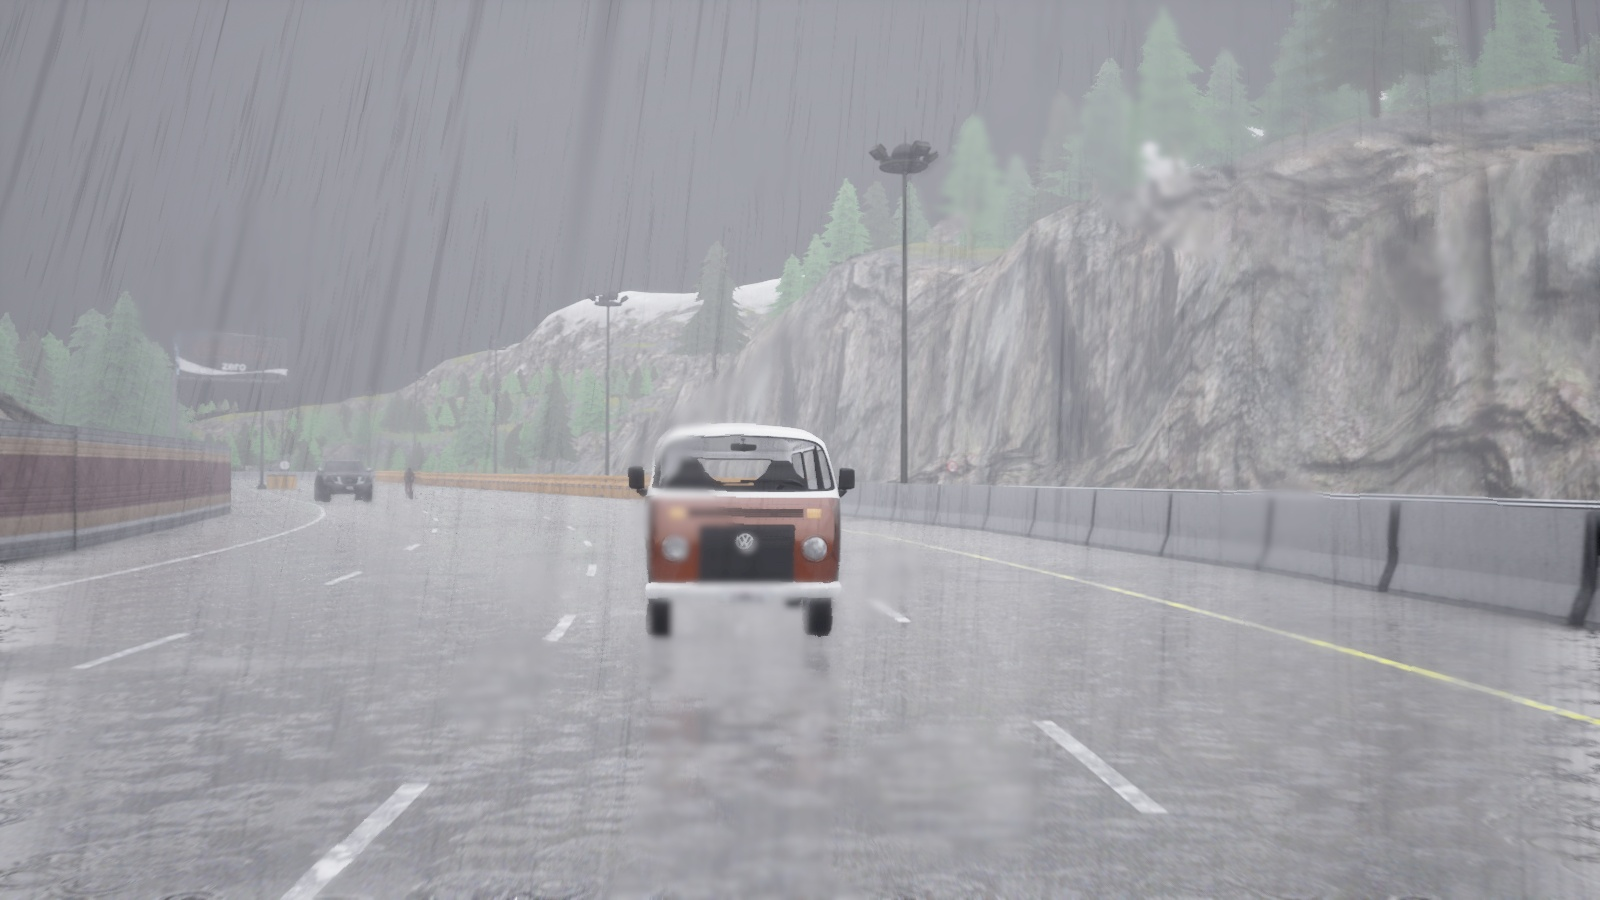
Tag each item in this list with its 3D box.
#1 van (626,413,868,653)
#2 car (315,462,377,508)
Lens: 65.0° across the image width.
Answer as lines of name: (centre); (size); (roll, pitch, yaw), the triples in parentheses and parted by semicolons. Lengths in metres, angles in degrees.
van: (-0.672, 0.763, 12.998); (2.069, 2.038, 4.480); (0, -2, -6)
car: (-21.536, 1.621, 59.427); (2.150, 2.045, 5.566); (0, -1, -27)
